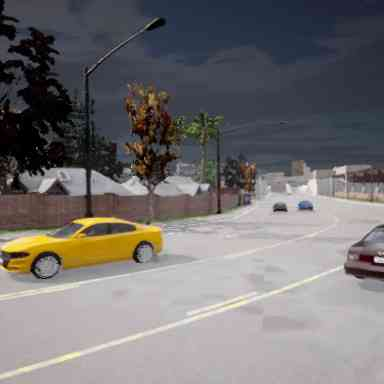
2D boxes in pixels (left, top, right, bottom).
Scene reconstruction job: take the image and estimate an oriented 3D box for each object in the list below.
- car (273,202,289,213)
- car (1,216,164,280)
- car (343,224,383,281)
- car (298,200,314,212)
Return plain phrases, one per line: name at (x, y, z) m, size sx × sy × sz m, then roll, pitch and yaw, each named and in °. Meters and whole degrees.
car at (11.864, 2.042, 44.545) m, size 2.033 × 1.411 × 5.357 m, roll -1°, pitch -1°, yaw 15°
car at (-3.226, 1.584, 10.586) m, size 5.008 × 1.535 × 1.882 m, roll 0°, pitch -1°, yaw -41°
car at (5.997, 1.588, 9.310) m, size 2.033 × 1.411 × 5.357 m, roll -1°, pitch -1°, yaw 44°
car at (16.291, 1.949, 47.677) m, size 1.882 × 1.535 × 5.008 m, roll -1°, pitch -1°, yaw 15°
